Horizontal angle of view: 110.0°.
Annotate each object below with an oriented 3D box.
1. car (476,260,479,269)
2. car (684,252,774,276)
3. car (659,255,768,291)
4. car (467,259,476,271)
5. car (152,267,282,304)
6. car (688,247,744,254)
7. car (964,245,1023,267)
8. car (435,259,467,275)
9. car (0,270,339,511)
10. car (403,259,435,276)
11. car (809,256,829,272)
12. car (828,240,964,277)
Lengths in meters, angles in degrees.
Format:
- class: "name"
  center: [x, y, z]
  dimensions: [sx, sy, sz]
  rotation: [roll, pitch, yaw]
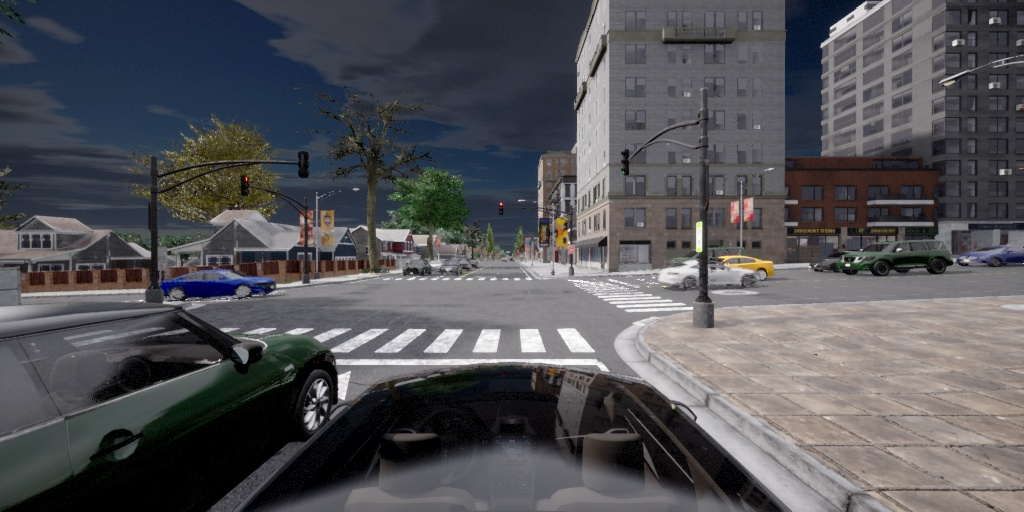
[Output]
- class: "car"
  center: [-6.596, 1.320, 59.643]
  dimensions: [1.837, 1.490, 4.892]
  rotation: [0, 0, 0]
- class: "car"
  center: [13.032, 0.742, 21.737]
  dimensions: [5.008, 1.535, 1.882]
  rotation: [-2, 0, -1]
- class: "car"
  center: [9.938, 0.919, 18.280]
  dimensions: [4.674, 1.442, 1.812]
  rotation: [-2, 0, 0]
- class: "car"
  center: [-6.605, 1.335, 49.296]
  dimensions: [2.033, 1.411, 5.357]
  rotation: [0, 0, 0]
- class: "car"
  center: [-15.195, 1.460, 18.726]
  dimensions: [5.008, 1.535, 1.882]
  rotation: [-2, 0, -6]
- class: "car"
  center: [13.452, 0.459, 24.985]
  dimensions: [5.566, 2.045, 2.150]
  rotation: [-2, 0, 0]
- class: "car"
  center: [34.078, -0.012, 25.041]
  dimensions: [4.674, 1.442, 1.812]
  rotation: [-2, 0, 0]
- class: "car"
  center: [-6.599, 1.262, 39.578]
  dimensions: [2.128, 1.511, 4.902]
  rotation: [0, 0, 0]
- class: "car"
  center: [-3.151, 1.102, 2.510]
  dimensions: [2.097, 1.767, 4.553]
  rotation: [0, 0, 0]
- class: "car"
  center: [-9.850, 1.120, 37.503]
  dimensions: [2.097, 1.767, 4.553]
  rotation: [0, 0, 0]
- class: "car"
  center: [23.546, 0.356, 25.017]
  dimensions: [4.892, 1.490, 1.837]
  rotation: [-2, 0, 0]
- class: "car"
  center: [23.128, 0.099, 21.765]
  dimensions: [5.566, 2.045, 2.150]
  rotation: [-2, 0, 0]
